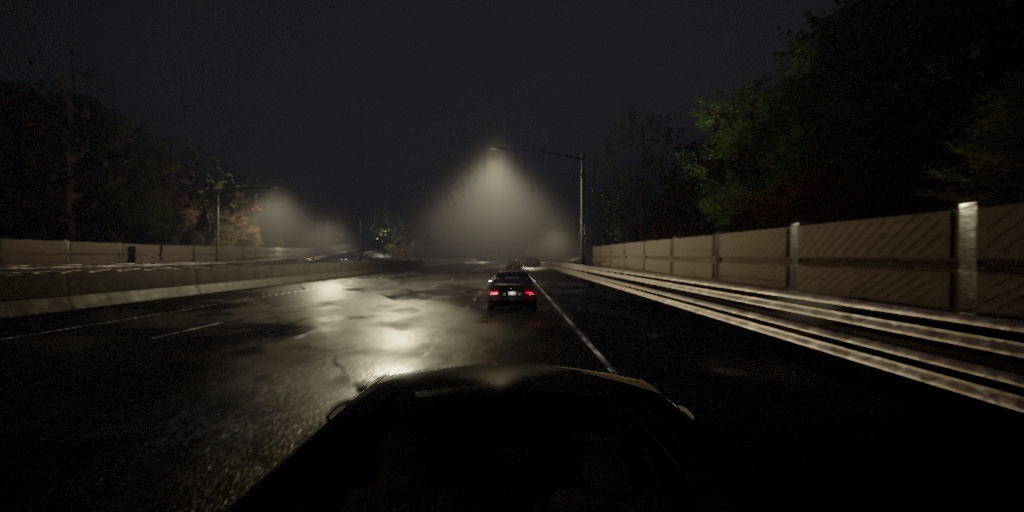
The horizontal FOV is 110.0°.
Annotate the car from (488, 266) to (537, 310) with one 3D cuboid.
[{"bbox_3d":[0.010,1.309,14.611,2.033,1.411,5.357,0,0,0],"label":"car"}]

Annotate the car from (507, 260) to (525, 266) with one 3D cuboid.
[{"bbox_3d":[0.348,1.297,49.259,1.882,1.535,5.008,0,0,4],"label":"car"}]
